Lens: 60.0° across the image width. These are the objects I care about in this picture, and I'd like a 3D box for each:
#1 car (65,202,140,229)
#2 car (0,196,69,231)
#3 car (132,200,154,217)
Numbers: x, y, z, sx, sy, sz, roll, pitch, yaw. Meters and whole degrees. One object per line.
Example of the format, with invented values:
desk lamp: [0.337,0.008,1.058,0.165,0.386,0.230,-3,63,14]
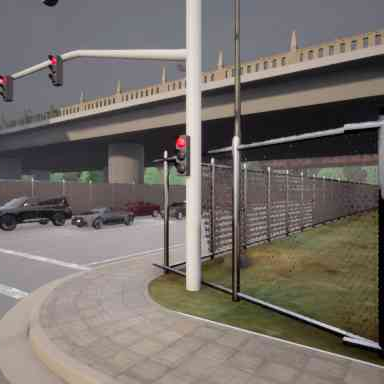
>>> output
car: [-5.867,1.619,22.230,1.994,1.385,4.181,0,0,35]
car: [-10.587,1.277,21.633,2.150,2.045,5.566,0,0,36]
car: [-4.912,1.533,29.636,1.882,1.535,5.008,0,0,35]
